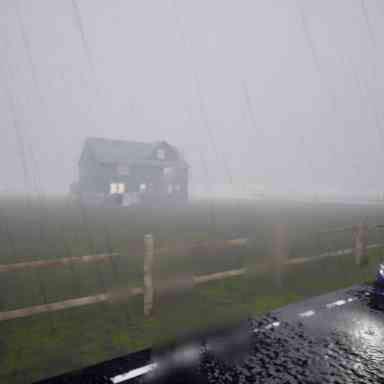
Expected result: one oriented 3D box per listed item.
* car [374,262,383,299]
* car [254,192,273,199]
[{"bbox_3d":[5.841,1.549,7.226,4.674,1.442,1.812,0,0,-36],"label":"car"},{"bbox_3d":[16.309,0.690,76.110,2.128,1.511,4.902,0,1,-36],"label":"car"}]
